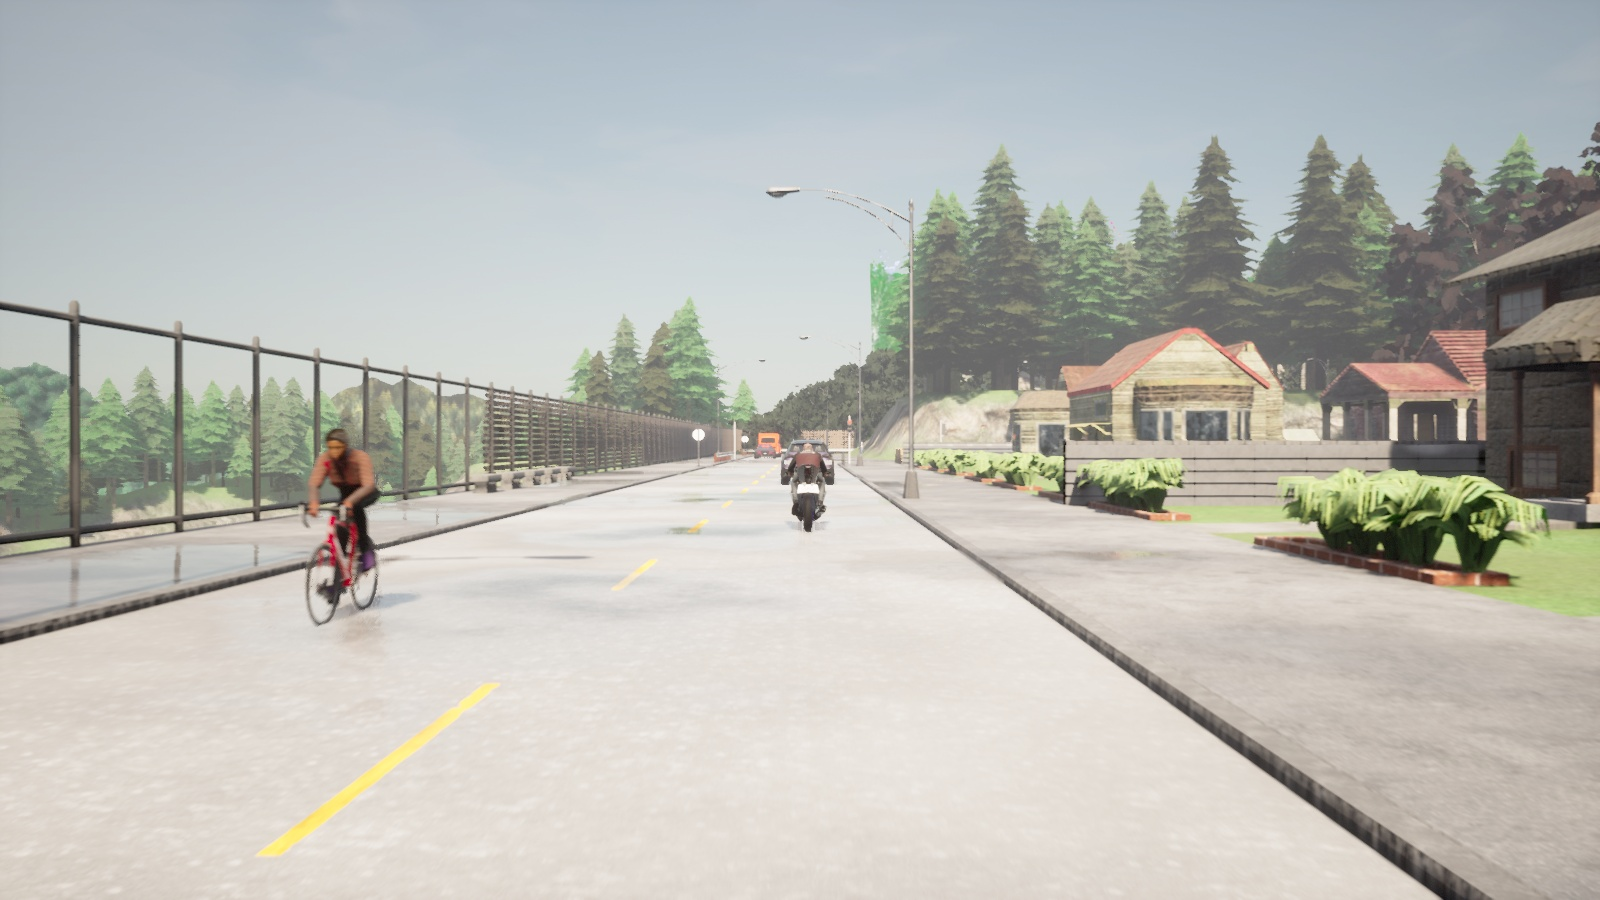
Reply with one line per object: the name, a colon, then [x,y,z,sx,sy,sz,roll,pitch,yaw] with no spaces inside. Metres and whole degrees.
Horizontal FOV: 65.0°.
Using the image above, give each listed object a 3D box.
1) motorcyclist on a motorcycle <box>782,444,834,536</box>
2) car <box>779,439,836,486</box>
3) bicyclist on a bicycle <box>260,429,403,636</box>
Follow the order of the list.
motorcyclist on a motorcycle: [0.140,0.658,21.962,0.866,1.530,2.191,0,0,0]
car: [0.281,0.413,46.730,2.033,1.649,4.856,0,0,0]
bicyclist on a bicycle: [-3.924,0.636,10.656,0.582,1.620,1.656,0,1,0]
